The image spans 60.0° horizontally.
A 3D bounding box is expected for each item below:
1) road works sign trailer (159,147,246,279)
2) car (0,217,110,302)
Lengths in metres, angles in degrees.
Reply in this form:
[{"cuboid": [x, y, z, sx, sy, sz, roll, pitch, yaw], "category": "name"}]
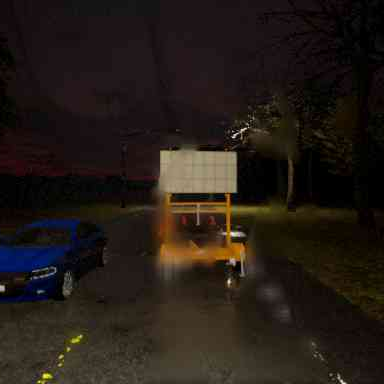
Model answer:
[{"cuboid": [0.177, 0.461, 10.104, 2.380, 3.560, 2.880, 0, 0, -8], "category": "road works sign trailer"}, {"cuboid": [-3.515, 1.474, 8.529, 1.882, 1.535, 5.008, 0, 0, 0], "category": "car"}]
